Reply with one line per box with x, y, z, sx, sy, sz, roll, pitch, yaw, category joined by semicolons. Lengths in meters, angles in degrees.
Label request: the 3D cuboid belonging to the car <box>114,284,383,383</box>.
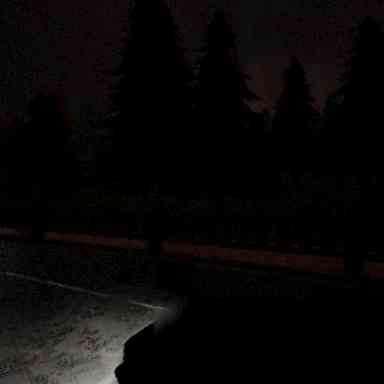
1.839;1.539;2.562;5.357;1.411;2.033;0;0;35;car
